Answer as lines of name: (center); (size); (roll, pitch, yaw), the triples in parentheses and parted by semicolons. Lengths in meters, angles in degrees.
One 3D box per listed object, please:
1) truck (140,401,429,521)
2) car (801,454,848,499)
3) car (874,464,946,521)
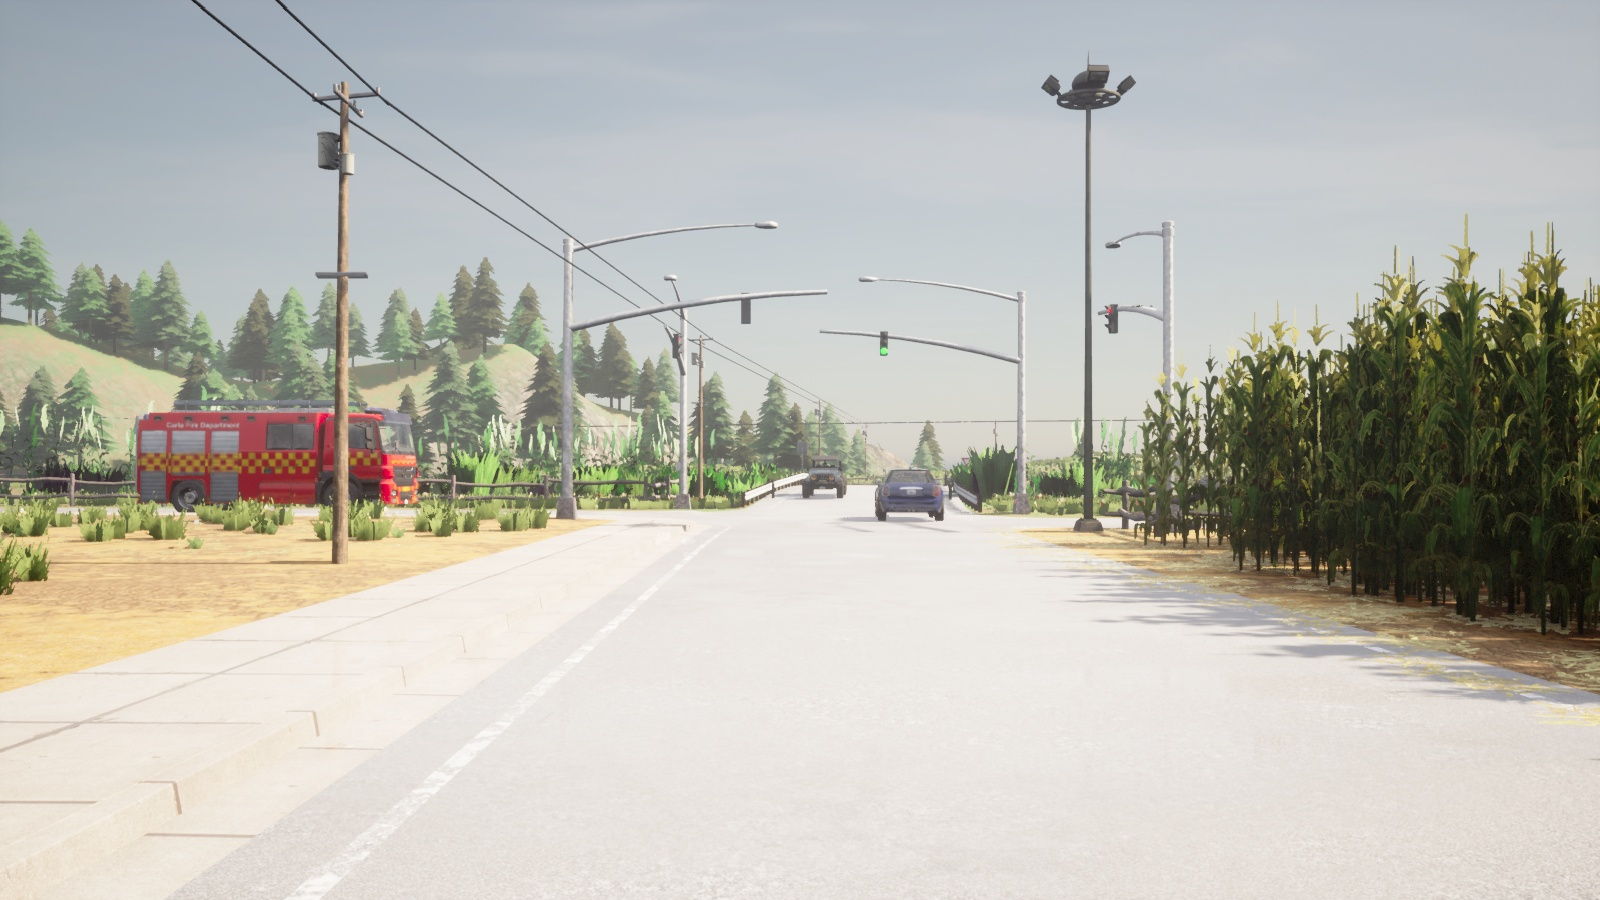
truck: (-17.020, 0.384, 41.824); (8.468, 3.827, 2.891); (0, -1, 2)
car: (1.189, 1.222, 58.882); (1.905, 1.878, 3.866); (0, 2, 5)
car: (3.561, 1.352, 41.397); (2.097, 1.767, 4.553); (0, -1, 2)
